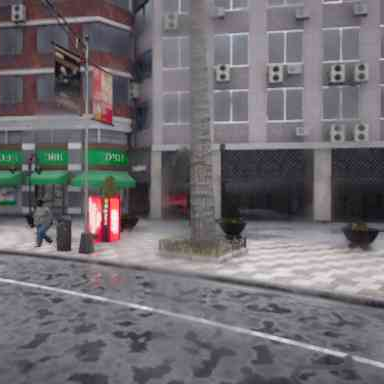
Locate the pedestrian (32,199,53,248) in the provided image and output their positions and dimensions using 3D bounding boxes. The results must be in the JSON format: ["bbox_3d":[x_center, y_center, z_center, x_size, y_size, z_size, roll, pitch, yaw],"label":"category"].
[{"bbox_3d":[-5.540,1.118,12.326,0.375,1.860,0.375,0,0,23],"label":"pedestrian"}]

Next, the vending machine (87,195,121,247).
[{"bbox_3d":[-3.732,1.173,14.133,0.880,2.100,1.100,0,0,24],"label":"vending machine"}]
